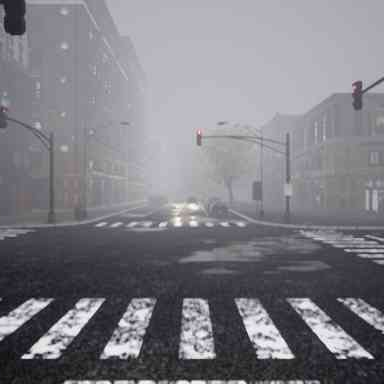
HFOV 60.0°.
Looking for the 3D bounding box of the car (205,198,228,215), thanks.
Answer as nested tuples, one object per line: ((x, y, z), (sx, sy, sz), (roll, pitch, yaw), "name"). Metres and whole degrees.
((2.699, 1.550, 33.769), (2.008, 1.369, 4.403), (0, 0, 0), "car")

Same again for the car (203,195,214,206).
((2.701, 1.444, 39.466), (1.967, 1.590, 4.097), (0, 0, 0), "car")

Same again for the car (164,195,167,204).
((-5.676, 1.602, 56.560), (1.802, 1.307, 4.206), (0, 0, 0), "car")

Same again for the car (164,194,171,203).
((-5.674, 1.342, 62.257), (2.192, 1.841, 5.009), (0, 0, 0), "car")

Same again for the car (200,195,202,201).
((2.707, 1.578, 62.253), (2.008, 1.369, 4.403), (0, 0, 0), "car")

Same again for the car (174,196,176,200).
((-5.667, 1.607, 90.571), (1.752, 1.417, 4.829), (0, 0, 0), "car")

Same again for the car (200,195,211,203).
((2.708, 1.477, 67.950), (1.967, 1.590, 4.097), (0, 0, 0), "car")

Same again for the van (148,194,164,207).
((-5.677, 1.354, 50.863), (1.690, 1.788, 3.998), (0, 0, 0), "van")

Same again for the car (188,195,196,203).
((0.020, 1.478, 70.959), (1.812, 1.442, 4.674), (0, 0, 0), "car")

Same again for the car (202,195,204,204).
((2.702, 1.448, 45.162), (1.967, 1.590, 4.097), (0, 0, 0), "car")

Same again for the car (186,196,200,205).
((0.018, 1.503, 60.542), (1.882, 1.535, 5.008), (0, 0, 0), "car")

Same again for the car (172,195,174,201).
((-5.671, 1.598, 73.650), (2.008, 1.369, 4.403), (0, 0, 0), "car")
